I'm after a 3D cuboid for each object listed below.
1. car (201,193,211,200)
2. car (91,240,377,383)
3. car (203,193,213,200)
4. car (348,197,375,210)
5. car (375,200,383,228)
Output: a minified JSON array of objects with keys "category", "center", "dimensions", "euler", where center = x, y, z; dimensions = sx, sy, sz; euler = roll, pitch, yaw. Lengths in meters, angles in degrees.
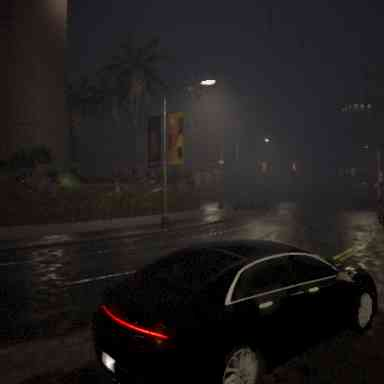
[{"category":"car","center":[3.803,1.167,91.036],"dimensions":[2.185,1.767,4.553],"euler":[0,0,-4]},{"category":"car","center":[1.002,1.491,4.990],"dimensions":[4.892,1.490,1.837],"euler":[0,0,-39]},{"category":"car","center":[4.297,1.300,84.629],"dimensions":[2.097,1.535,5.008],"euler":[0,0,-4]},{"category":"car","center":[20.015,1.321,38.855],"dimensions":[1.812,1.442,4.674],"euler":[0,0,1]},{"category":"car","center":[12.604,1.101,19.982],"dimensions":[2.150,2.045,5.566],"euler":[0,0,25]}]
